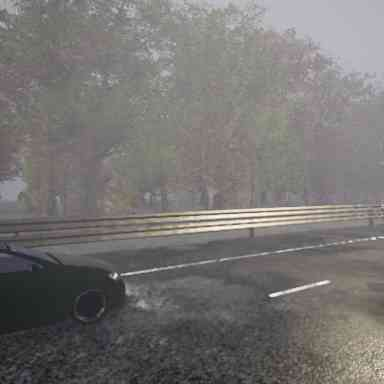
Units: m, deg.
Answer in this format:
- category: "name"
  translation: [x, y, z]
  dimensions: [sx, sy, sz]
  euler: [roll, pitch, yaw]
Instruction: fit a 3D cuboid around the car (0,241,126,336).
- category: "car"
  translation: [-3.274, 1.554, 5.633]
  dimensions: [4.181, 1.385, 1.994]
  euler: [0, 0, -35]
